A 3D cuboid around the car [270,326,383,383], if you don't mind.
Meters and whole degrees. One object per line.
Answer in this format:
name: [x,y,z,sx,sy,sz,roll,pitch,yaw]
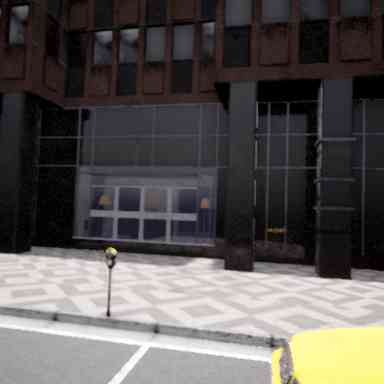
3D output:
car: [3.442,1.728,2.884,5.366,1.575,1.801,2,-3,12]
